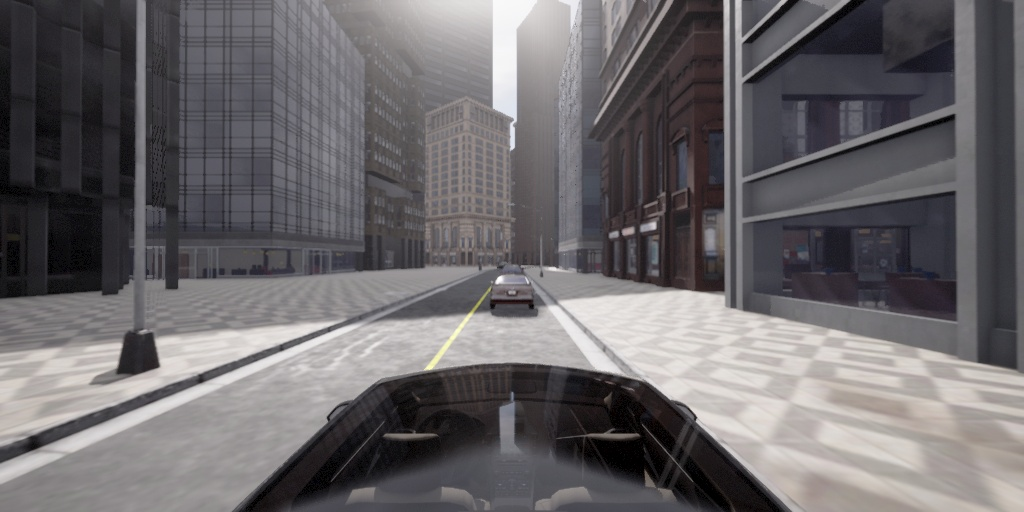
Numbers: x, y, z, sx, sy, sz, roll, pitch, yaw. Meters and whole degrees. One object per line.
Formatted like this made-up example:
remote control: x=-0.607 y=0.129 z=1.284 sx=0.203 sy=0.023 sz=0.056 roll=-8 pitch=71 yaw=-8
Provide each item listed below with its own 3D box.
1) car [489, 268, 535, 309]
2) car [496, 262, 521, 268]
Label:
car: x=0.002 y=1.434 z=15.832 sx=2.033 sy=1.411 sz=5.357 roll=0 pitch=-1 yaw=0
car: x=0.004 y=1.405 z=30.917 sx=2.097 sy=1.767 sz=4.553 roll=0 pitch=-1 yaw=0
